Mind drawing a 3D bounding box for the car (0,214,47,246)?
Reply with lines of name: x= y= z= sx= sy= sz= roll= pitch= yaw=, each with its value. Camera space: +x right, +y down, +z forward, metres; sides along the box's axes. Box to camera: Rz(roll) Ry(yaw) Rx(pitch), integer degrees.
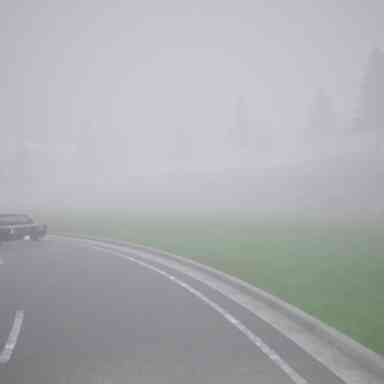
car: x=-8.979 y=1.702 z=15.694 sx=4.718 sy=1.301 sz=1.895 roll=-1 pitch=0 yaw=35
